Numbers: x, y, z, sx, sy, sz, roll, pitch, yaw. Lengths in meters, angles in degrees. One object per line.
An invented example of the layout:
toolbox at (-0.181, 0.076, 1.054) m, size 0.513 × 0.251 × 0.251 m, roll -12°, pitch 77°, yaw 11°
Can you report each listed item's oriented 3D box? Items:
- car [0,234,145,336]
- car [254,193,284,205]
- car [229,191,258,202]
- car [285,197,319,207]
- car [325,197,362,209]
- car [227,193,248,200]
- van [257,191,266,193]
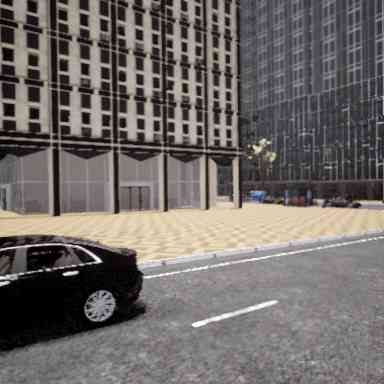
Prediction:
car at (-3.167, 1.507, 5.418) m, size 4.892 × 1.490 × 1.837 m, roll 0°, pitch 0°, yaw -36°
car at (12.043, 1.236, 50.079) m, size 1.947 × 1.339 × 4.313 m, roll -1°, pitch 1°, yaw -34°
car at (8.843, 1.026, 59.493) m, size 2.128 × 1.511 × 4.902 m, roll -1°, pitch 1°, yaw -34°
car at (15.206, 1.303, 45.357) m, size 1.802 × 1.307 × 4.206 m, roll -1°, pitch 1°, yaw -34°
car at (18.403, 1.338, 40.656) m, size 1.947 × 1.339 × 4.313 m, roll -1°, pitch 1°, yaw -34°
car at (9.371, 0.943, 68.910) m, size 1.802 × 1.307 × 4.206 m, roll -1°, pitch 1°, yaw -34°
van at (12.580, 0.754, 64.217) m, size 1.690 × 1.788 × 3.998 m, roll -1°, pitch 1°, yaw -34°
